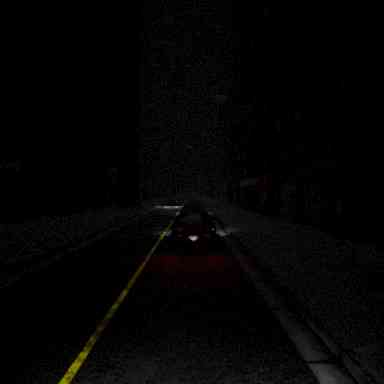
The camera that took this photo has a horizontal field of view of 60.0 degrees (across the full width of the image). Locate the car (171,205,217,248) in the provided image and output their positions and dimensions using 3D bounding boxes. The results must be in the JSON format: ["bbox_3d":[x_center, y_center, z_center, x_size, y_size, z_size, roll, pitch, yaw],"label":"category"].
[{"bbox_3d":[0.074,1.518,14.596,1.812,1.442,4.674,0,0,0],"label":"car"}]

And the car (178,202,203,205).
[{"bbox_3d":[0.073,1.551,29.682,1.994,1.385,4.181,0,0,0],"label":"car"}]

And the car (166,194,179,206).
[{"bbox_3d":[-3.072,1.508,53.267,1.812,1.442,4.674,0,0,0],"label":"car"}]
